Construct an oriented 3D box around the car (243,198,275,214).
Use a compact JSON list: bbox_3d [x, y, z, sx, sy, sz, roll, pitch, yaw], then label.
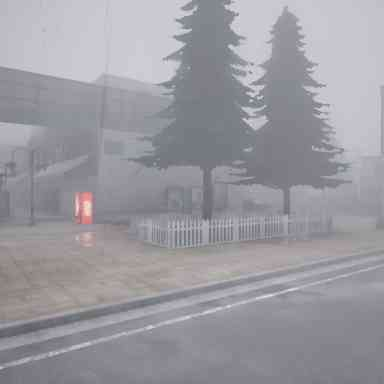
[{"bbox_3d":[6.468,1.462,35.079,1.882,1.535,5.008,0,0,-34],"label":"car"}]
